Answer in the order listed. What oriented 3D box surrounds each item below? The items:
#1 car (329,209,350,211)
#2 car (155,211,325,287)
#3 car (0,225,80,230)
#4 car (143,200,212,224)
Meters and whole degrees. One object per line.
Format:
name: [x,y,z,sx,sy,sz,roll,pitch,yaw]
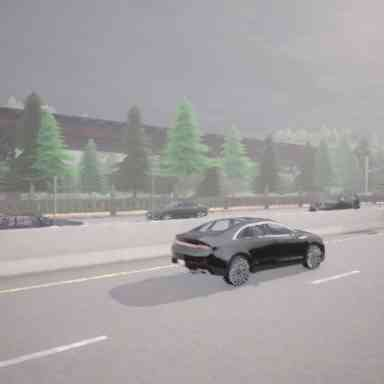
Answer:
car: [13.111,1.110,30.295,5.566,2.045,2.150,0,0,-35]
car: [1.721,1.451,9.253,4.902,1.511,2.128,0,0,-35]
car: [-6.677,1.477,12.128,5.357,1.411,2.033,0,0,-35]
car: [-1.013,1.389,24.682,4.892,1.490,1.837,0,0,-35]
